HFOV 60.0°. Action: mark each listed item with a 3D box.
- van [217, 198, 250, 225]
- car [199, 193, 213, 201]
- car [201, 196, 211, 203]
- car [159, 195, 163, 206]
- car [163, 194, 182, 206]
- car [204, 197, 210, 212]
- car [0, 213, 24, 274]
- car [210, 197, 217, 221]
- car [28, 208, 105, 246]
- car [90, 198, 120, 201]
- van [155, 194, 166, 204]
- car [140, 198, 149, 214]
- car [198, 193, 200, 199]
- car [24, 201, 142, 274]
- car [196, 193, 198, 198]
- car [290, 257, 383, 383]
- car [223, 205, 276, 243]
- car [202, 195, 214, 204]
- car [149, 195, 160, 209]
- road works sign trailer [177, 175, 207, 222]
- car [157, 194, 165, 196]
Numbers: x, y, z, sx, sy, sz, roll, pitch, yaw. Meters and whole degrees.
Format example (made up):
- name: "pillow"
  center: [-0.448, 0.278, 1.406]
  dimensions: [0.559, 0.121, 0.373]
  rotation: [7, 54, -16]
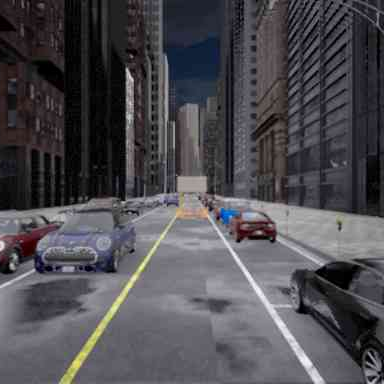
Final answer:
- name: "van"
  center: [2.768, 1.321, 21.526]
  dimensions: [1.690, 1.788, 3.998]
  rotation: [0, 0, 0]
- name: "car"
  center: [2.775, 1.278, 55.180]
  dimensions: [2.192, 1.841, 5.009]
  rotation: [0, 0, 0]
- name: "car"
  center: [2.777, 1.487, 66.569]
  dimensions: [1.752, 1.417, 4.829]
  rotation: [0, 0, 0]
- name: "car"
  center: [-5.752, 1.547, 49.560]
  dimensions: [1.802, 1.307, 4.206]
  rotation: [0, 0, 0]
- name: "car"
  center: [-3.063, 1.511, 52.594]
  dimensions: [2.033, 1.411, 5.357]
  rotation: [0, 0, 0]
- name: "car"
  center: [2.772, 1.534, 38.353]
  dimensions: [1.947, 1.339, 4.313]
  rotation: [0, 0, 0]
- name: "car"
  center: [-5.759, 1.430, 10.294]
  dimensions: [1.967, 1.590, 4.097]
  rotation: [0, 0, 0]
- name: "car"
  center: [2.769, 1.415, 27.135]
  dimensions: [1.967, 1.590, 4.097]
  rotation: [0, 0, 0]
- name: "car"
  center: [-5.758, 1.536, 15.903]
  dimensions: [2.008, 1.369, 4.403]
  rotation: [0, 0, 0]
- name: "car"
  center: [-5.756, 1.295, 21.513]
  dimensions: [2.192, 1.841, 5.009]
  rotation: [0, 0, 0]
- name: "van"
  center: [-5.749, 1.304, 60.779]
  dimensions: [1.690, 1.788, 3.998]
  rotation: [0, 0, 0]
- name: "car"
  center: [-5.755, 1.538, 32.732]
  dimensions: [1.947, 1.339, 4.313]
  rotation: [0, 0, 0]
- name: "car"
  center: [2.776, 1.277, 60.789]
  dimensions: [2.192, 1.841, 5.009]
  rotation: [0, 0, 0]
- name: "car"
  center: [-3.098, 1.342, 10.588]
  dimensions: [2.097, 1.767, 4.553]
  rotation: [0, 0, 0]
- name: "car"
  center: [2.782, 1.275, 88.835]
  dimensions: [2.192, 1.841, 5.009]
  rotation: [0, 0, 0]
- name: "car"
  center: [2.765, 1.561, 4.699]
  dimensions: [1.947, 1.339, 4.313]
  rotation: [0, 0, 0]
- name: "car"
  center: [2.767, 1.529, 15.917]
  dimensions: [1.887, 1.381, 4.507]
  rotation: [0, 0, 0]
- name: "car"
  center: [2.774, 1.546, 49.571]
  dimensions: [1.802, 1.307, 4.206]
  rotation: [0, 0, 0]
- name: "car"
  center: [-5.752, 1.517, 43.951]
  dimensions: [2.008, 1.369, 4.403]
  rotation: [0, 0, 0]
- name: "road works sign trailer"
  center: [0.005, 0.441, 25.859]
  dimensions: [2.380, 3.560, 2.880]
  rotation: [0, 0, 0]
- name: "car"
  center: [-5.750, 1.489, 55.000]
  dimensions: [1.752, 1.417, 4.829]
  rotation: [0, 0, 0]
